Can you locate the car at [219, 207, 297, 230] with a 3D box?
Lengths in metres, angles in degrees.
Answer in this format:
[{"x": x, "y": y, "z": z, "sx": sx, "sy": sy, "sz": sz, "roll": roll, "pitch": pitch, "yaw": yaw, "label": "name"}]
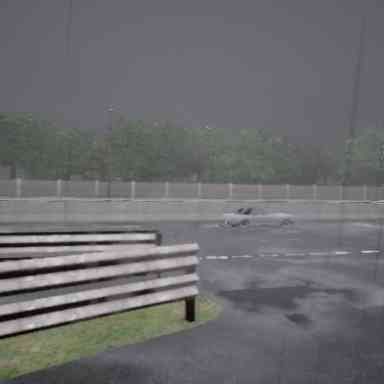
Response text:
[{"x": 4.254, "y": 1.653, "z": 21.369, "sx": 4.718, "sy": 1.301, "sz": 1.895, "roll": 1, "pitch": 0, "yaw": -15, "label": "car"}]
